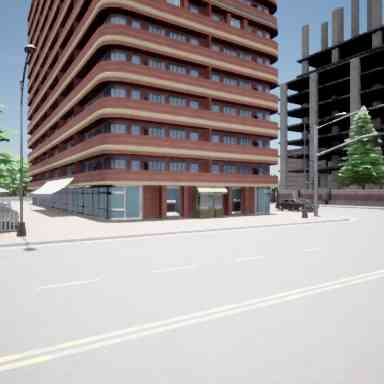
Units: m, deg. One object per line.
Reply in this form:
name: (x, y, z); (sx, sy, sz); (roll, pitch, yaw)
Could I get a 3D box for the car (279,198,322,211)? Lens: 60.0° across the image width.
car: (13.548, 1.491, 41.705); (2.128, 1.511, 4.902); (0, 0, -33)

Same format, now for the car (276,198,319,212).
car: (11.789, 1.505, 37.954); (1.837, 1.490, 4.892); (0, 0, -32)
